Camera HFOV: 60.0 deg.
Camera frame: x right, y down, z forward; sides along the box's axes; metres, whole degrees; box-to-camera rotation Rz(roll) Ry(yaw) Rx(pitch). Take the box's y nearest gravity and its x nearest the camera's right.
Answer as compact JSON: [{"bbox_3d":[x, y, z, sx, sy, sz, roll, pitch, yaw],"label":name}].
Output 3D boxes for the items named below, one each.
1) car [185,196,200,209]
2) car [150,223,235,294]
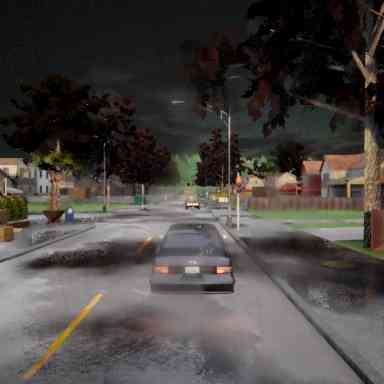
[{"bbox_3d":[0.060,1.601,45.261,1.895,1.301,4.718,0,0,-1],"label":"car"},{"bbox_3d":[0.022,1.547,8.914,2.033,1.411,5.357,0,0,0],"label":"car"}]
